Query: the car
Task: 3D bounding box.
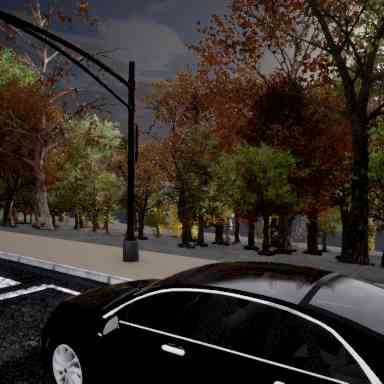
[{"bbox_3d":[0.389,1.505,3.397,4.892,1.490,1.837,0,0,36],"label":"car"}]
